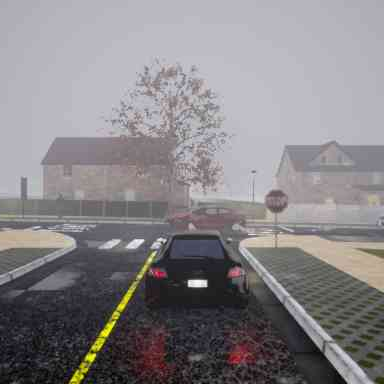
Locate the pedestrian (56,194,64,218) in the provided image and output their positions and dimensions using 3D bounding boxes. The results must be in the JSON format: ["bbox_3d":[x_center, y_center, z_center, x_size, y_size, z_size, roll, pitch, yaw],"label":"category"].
[{"bbox_3d":[-9.742,1.021,24.640,0.375,1.860,0.375,0,-2,0],"label":"pedestrian"}]

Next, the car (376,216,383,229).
[{"bbox_3d":[14.831,1.890,21.920,4.902,1.511,2.128,1,0,0],"label":"car"}]

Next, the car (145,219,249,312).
[{"bbox_3d":[0.076,1.565,7.807,1.994,1.385,4.181,0,0,-1],"label":"car"}]

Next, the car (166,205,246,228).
[{"bbox_3d":[0.840,1.529,19.355,5.008,1.535,1.882,2,-1,-30],"label":"car"}]
